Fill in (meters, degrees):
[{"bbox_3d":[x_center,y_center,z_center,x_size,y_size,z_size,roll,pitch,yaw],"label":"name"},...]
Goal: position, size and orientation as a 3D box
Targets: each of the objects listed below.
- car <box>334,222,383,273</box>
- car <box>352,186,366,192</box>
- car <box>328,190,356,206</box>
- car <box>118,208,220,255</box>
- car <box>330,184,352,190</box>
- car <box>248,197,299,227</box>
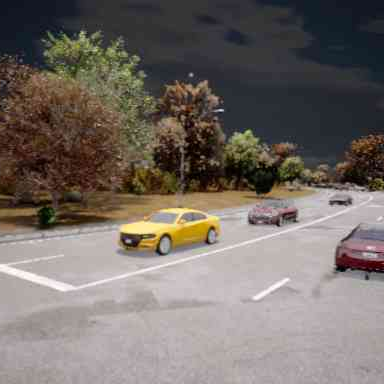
[{"bbox_3d":[5.928,1.664,10.545,1.994,1.385,4.181,1,1,35],"label":"car"},{"bbox_3d":[41.425,-0.866,83.603,1.895,1.301,4.718,2,3,-5],"label":"car"},{"bbox_3d":[17.671,0.846,39.296,2.033,1.411,5.357,1,3,35],"label":"car"},{"bbox_3d":[-0.732,1.425,13.415,1.882,1.535,5.008,1,1,35],"label":"car"},{"bbox_3d":[37.906,-1.248,84.726,2.097,1.767,4.553,2,3,-5],"label":"car"},{"bbox_3d":[5.505,1.236,22.229,2.097,1.767,4.553,1,2,36],"label":"car"}]
